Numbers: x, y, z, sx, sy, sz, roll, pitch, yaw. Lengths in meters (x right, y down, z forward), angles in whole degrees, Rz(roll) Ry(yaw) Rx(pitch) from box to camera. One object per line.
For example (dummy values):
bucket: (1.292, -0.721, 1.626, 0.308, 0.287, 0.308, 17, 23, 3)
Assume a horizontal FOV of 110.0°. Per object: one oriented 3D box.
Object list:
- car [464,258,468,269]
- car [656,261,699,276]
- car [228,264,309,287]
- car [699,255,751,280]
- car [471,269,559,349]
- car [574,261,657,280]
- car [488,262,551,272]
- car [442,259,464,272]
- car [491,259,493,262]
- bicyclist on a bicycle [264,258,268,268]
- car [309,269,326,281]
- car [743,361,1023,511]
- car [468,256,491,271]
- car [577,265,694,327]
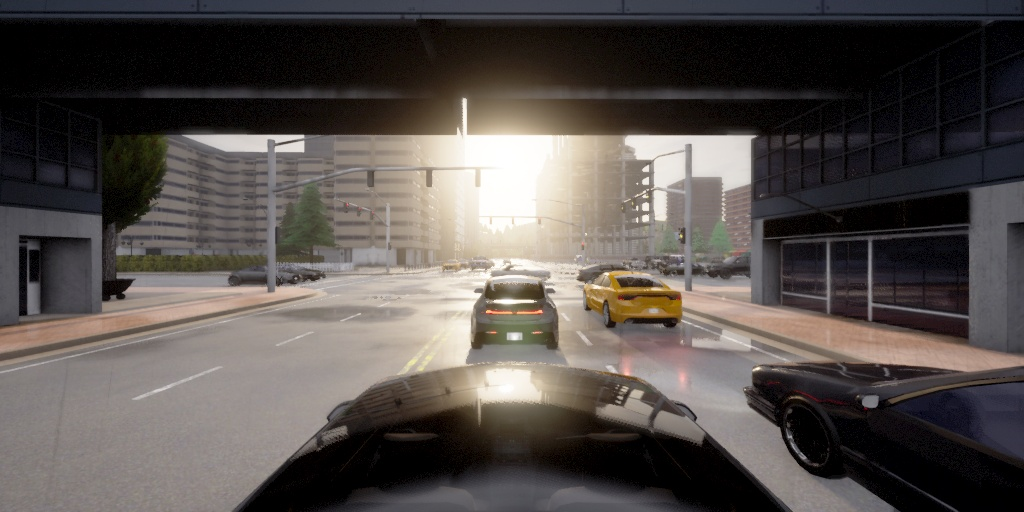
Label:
car: (-8.044, 1.228, 57.229, 1.882, 1.535, 5.008, 0, 0, 0)
car: (16.890, 1.351, 34.896, 4.718, 1.301, 1.895, 0, 0, 0)
car: (-16.343, 1.314, 23.854, 4.181, 1.385, 1.994, 0, 0, 2)
car: (19.903, 0.971, 31.357, 5.566, 2.045, 2.150, 0, 0, 1)
car: (0.066, 1.255, 9.124, 1.837, 1.490, 4.892, 0, 0, 0)
car: (6.821, 1.255, 24.223, 4.892, 1.490, 1.837, 0, 0, 0)
car: (0.725, 1.351, 27.667, 4.718, 1.301, 1.895, 0, 0, -1)
car: (-7.992, 1.228, 47.657, 1.882, 1.535, 5.008, 0, 0, 0)
car: (-4.553, 1.241, 60.280, 2.128, 1.511, 4.902, 0, 0, 0)
bicyclist on a bicycle: (-25.997, 1.051, 38.388, 0.582, 1.620, 1.656, 0, 0, 0)
car: (-17.313, 1.297, 27.501, 5.357, 1.411, 2.033, 0, 0, -2)
car: (3.600, 1.297, 1.668, 2.033, 1.411, 5.357, 0, 0, 0)
car: (-4.508, 0.971, 50.539, 2.150, 2.045, 5.566, 0, 0, 0)
car: (3.578, 1.228, 11.495, 1.882, 1.535, 5.008, 0, 0, 0)
